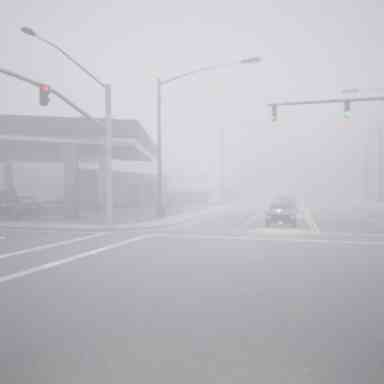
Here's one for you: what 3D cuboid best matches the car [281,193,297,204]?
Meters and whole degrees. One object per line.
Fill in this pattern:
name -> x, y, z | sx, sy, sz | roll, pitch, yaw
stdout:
car -> 14.710, 0.923, 50.296 | 2.128, 1.511, 4.902 | 0, 1, 18

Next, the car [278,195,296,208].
car -> 11.587, 1.110, 40.329 | 1.994, 1.385, 4.181 | 0, 1, 18

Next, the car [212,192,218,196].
car -> 4.689, 0.637, 89.163 | 5.008, 1.535, 1.882 | 0, 1, 18

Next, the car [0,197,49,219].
car -> -14.025, 1.185, 25.809 | 4.611, 1.667, 2.242 | 0, 1, 18

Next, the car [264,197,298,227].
car -> 5.745, 1.310, 21.330 | 2.033, 1.411, 5.357 | 0, 1, 17

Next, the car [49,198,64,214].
car -> -12.967, 1.286, 31.509 | 3.806, 1.475, 1.970 | 0, 1, 18

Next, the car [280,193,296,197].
car -> 8.627, 1.160, 30.774 | 1.837, 1.490, 4.892 | 0, 1, 17

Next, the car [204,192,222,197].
car -> 5.783, 0.645, 92.488 | 4.674, 1.442, 1.812 | 0, 1, 18
